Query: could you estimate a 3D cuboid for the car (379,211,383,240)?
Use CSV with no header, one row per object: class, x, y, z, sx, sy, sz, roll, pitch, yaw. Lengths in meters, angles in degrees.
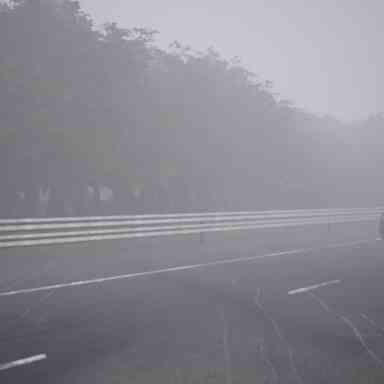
car,11.225,1.424,16.060,5.566,2.045,2.150,1,0,-36
